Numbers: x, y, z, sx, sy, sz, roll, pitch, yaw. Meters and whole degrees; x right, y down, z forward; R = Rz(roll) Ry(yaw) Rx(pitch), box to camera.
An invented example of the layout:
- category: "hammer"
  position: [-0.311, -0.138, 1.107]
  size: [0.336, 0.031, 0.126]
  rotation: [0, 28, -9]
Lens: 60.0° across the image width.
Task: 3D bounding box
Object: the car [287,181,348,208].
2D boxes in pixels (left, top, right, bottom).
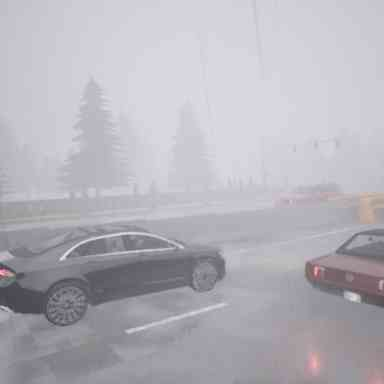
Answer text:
- category: "car"
  position: [11.020, 0.136, 28.943]
  size: [5.566, 2.045, 2.150]
  rotation: [-3, 2, -35]

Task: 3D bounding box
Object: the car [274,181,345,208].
- category: "car"
  position: [8.049, 0.458, 22.598]
  size: [5.566, 2.045, 2.150]
  rotation: [-4, 2, -35]

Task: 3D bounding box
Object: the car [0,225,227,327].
- category: "car"
  position: [-1.446, 1.455, 7.015]
  size: [4.902, 1.511, 2.128]
  rotation: [-1, 1, -36]

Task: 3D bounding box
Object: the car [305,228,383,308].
- category: "car"
  position: [4.563, 1.433, 7.005]
  size: [4.718, 1.301, 1.895]
  rotation: [-3, 2, -35]
